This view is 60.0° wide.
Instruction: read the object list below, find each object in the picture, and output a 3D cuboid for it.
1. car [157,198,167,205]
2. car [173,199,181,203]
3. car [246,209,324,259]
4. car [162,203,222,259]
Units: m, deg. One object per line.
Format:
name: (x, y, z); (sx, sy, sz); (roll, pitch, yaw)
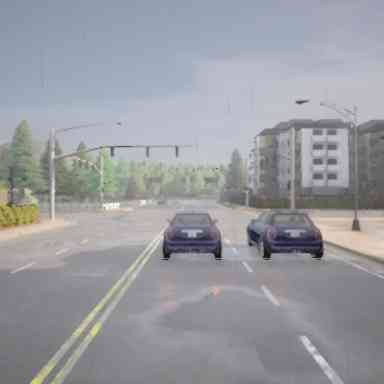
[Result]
car: (-6.975, 2.167, 77.372); (2.097, 1.767, 4.553); (0, -1, 0)
car: (-3.475, 2.335, 77.341); (1.812, 1.442, 4.674); (0, -1, 0)
car: (3.521, 1.497, 13.411); (2.097, 1.767, 4.553); (0, -1, 0)
car: (0.021, 1.497, 13.413); (2.097, 1.767, 4.553); (0, -1, 0)
